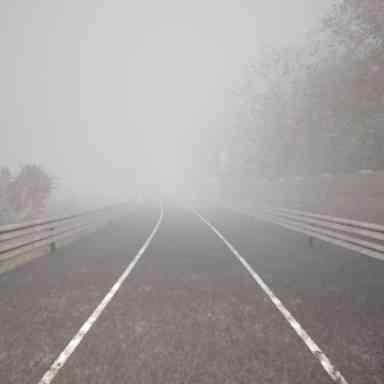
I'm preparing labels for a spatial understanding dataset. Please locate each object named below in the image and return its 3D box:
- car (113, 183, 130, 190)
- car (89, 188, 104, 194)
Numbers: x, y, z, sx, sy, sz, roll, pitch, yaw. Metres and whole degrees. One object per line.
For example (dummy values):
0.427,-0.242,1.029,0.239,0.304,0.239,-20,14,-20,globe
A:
-19.375,-1.221,89.620,1.895,1.301,4.718,1,4,17,car
-20.657,-0.154,73.072,2.128,1.511,4.902,1,4,16,car
